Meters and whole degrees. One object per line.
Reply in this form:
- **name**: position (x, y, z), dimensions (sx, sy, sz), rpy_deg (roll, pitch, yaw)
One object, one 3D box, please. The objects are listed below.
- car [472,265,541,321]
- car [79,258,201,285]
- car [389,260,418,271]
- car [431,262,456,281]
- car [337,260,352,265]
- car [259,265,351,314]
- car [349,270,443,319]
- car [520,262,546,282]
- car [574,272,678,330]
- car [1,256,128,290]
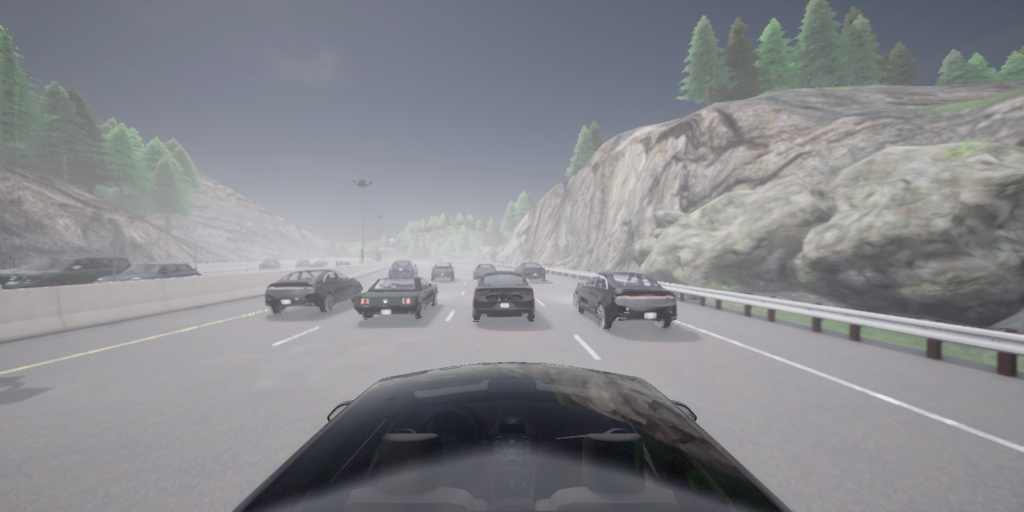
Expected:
- **car**: position (-0.343, 1.236, 12.531), dimensions (1.882, 1.535, 5.008), rpy_deg (0, 0, -3)
- **car**: position (-18.577, 1.156, 18.518), dimensions (2.097, 1.767, 4.553), rpy_deg (0, 0, -6)
- **car**: position (-9.643, 1.145, 32.063), dimensions (2.097, 1.767, 4.553), rpy_deg (0, 0, -9)
- **car**: position (-5.874, 1.275, 30.795), dimensions (2.128, 1.511, 4.902), rpy_deg (0, 0, -9)
- **car**: position (-27.385, 1.415, 58.618), dimensions (1.994, 1.385, 4.181), rpy_deg (0, 0, -18)
- **car**: position (-7.445, 1.267, 13.990), dimensions (2.128, 1.511, 4.902), rpy_deg (0, 0, -4)
- **car**: position (-3.846, 1.367, 12.805), dimensions (1.895, 1.301, 4.718), rpy_deg (0, 0, -4)
- **car**: position (1.411, 1.244, 29.453), dimensions (1.882, 1.535, 5.008), rpy_deg (0, 0, -8)
- **car**: position (3.238, 1.241, 11.139), dimensions (2.128, 1.511, 4.902), rpy_deg (0, 0, -3)
- **car**: position (-21.987, 1.033, 17.827), dimensions (2.150, 2.045, 5.566), rpy_deg (0, 0, -6)
